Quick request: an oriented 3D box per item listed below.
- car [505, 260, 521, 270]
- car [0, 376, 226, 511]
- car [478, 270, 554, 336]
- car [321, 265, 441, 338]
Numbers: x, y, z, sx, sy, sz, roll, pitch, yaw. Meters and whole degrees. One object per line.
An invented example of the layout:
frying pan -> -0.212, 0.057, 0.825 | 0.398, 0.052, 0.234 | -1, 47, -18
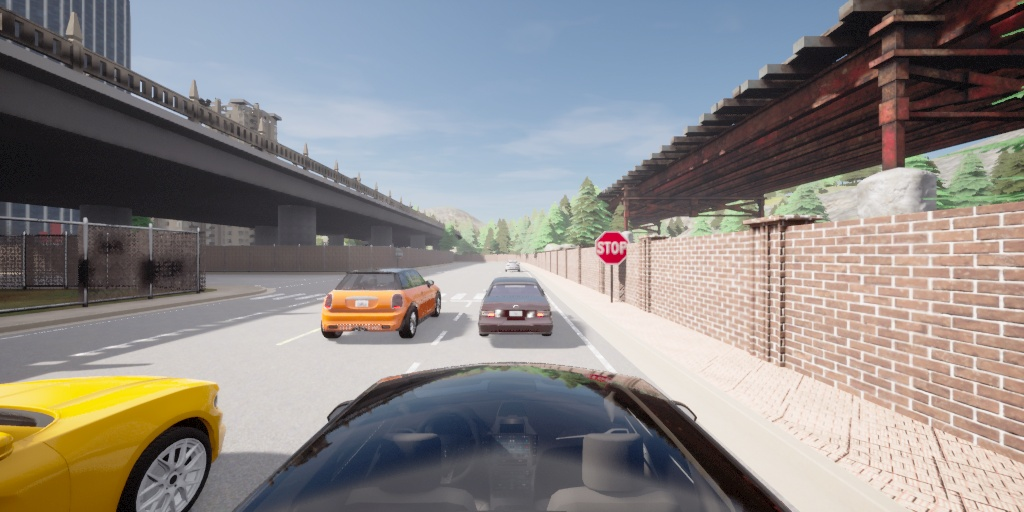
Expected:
car -> 0.083, 1.276, 46.187 | 1.812, 1.442, 4.674 | 0, 0, -1
car -> -3.396, 1.228, 1.025 | 1.882, 1.535, 5.008 | 0, 0, 0
car -> 0.082, 1.297, 10.304 | 2.033, 1.411, 5.357 | 0, 0, 0
car -> -3.419, 1.102, 10.283 | 2.097, 1.767, 4.553 | 0, 0, 0
